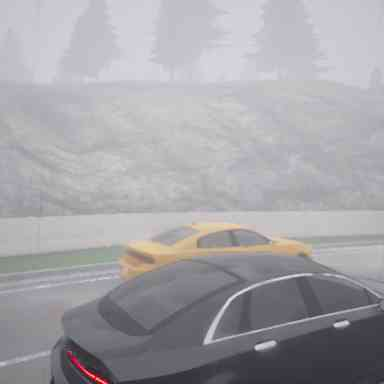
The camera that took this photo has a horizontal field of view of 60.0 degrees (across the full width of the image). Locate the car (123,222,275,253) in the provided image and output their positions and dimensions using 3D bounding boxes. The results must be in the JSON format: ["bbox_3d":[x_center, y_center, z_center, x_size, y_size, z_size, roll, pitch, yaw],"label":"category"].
[{"bbox_3d":[0.775,1.477,8.062,5.008,1.535,1.882,0,0,-30],"label":"car"}]

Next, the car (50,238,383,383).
[{"bbox_3d":[0.975,1.507,3.969,4.892,1.490,1.837,0,0,-30],"label":"car"}]
